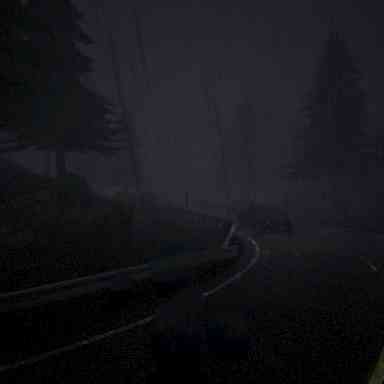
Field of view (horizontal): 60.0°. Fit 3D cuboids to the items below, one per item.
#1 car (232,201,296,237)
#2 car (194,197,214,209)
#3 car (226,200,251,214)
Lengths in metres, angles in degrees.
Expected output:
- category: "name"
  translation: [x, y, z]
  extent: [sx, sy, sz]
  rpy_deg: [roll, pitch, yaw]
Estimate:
- category: "car"
  translation: [3.958, 1.476, 18.362]
  extent: [1.882, 1.535, 5.008]
  rpy_deg: [0, 0, -9]
- category: "car"
  translation: [1.610, 1.474, 45.977]
  extent: [1.882, 1.535, 5.008]
  rpy_deg: [0, 0, -12]
- category: "car"
  translation: [4.736, 1.500, 32.061]
  extent: [1.837, 1.490, 4.892]
  rpy_deg: [0, 0, -13]
